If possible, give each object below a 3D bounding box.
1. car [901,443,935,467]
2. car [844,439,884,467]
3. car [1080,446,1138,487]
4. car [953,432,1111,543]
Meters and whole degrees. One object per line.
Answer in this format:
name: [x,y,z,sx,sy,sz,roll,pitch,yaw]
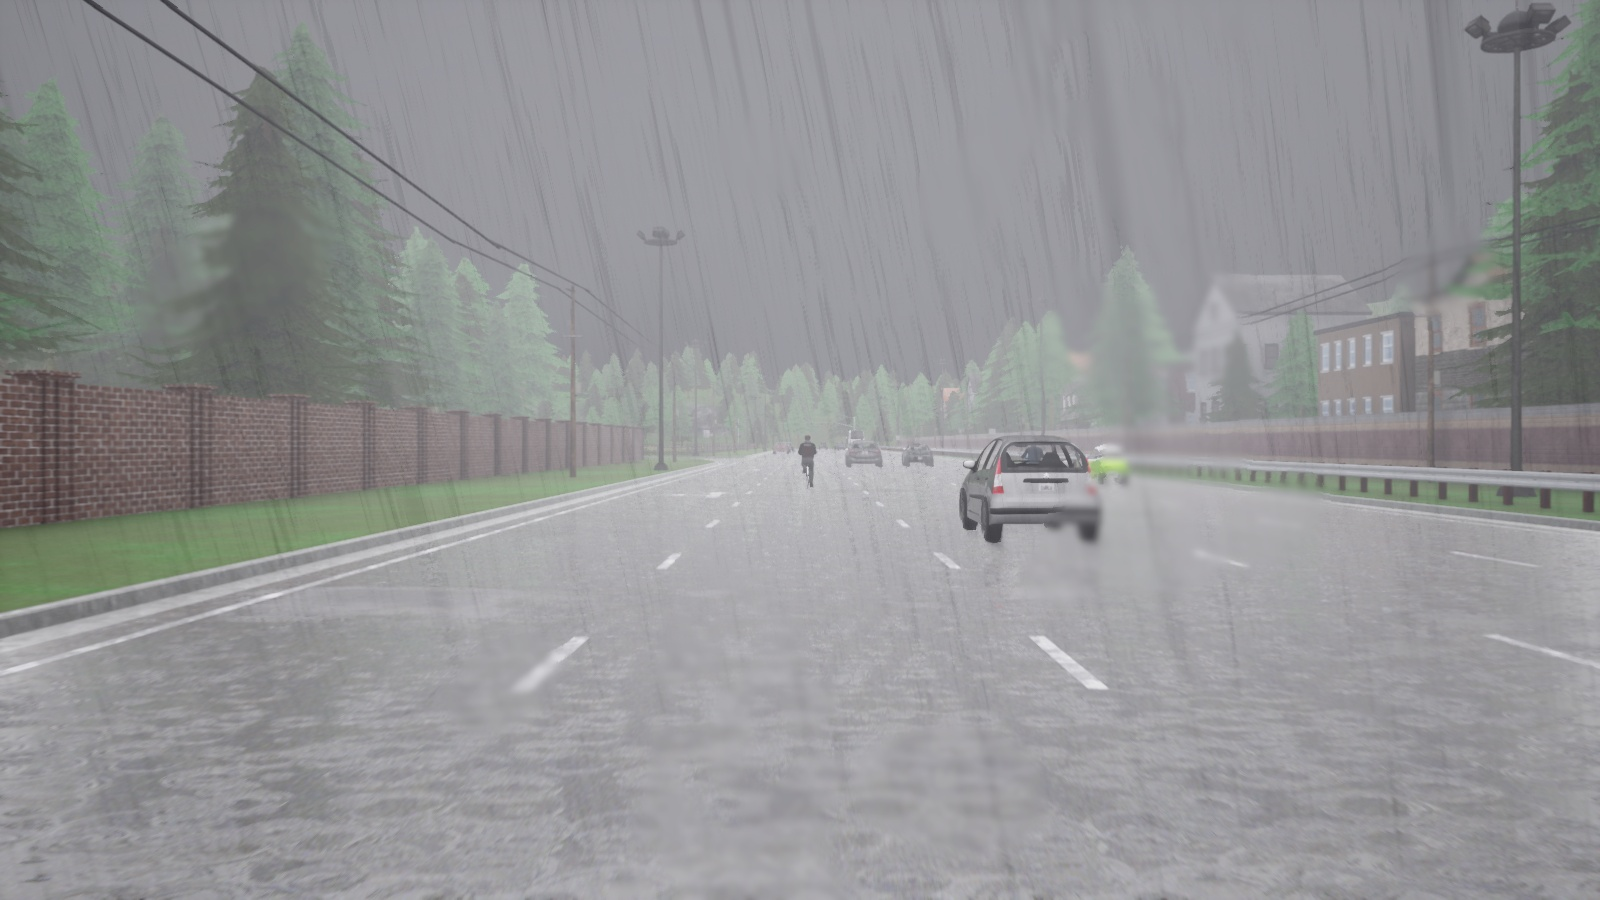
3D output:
car: [7.472,0.316,79.962,1.816,1.474,4.193,0,0,0]
car: [3.963,0.153,78.340,2.242,1.667,4.611,0,0,0]
car: [10.766,0.563,43.890,1.481,1.376,2.207,0,1,0]
car: [3.631,0.533,20.359,1.851,1.617,3.988,0,0,0]
